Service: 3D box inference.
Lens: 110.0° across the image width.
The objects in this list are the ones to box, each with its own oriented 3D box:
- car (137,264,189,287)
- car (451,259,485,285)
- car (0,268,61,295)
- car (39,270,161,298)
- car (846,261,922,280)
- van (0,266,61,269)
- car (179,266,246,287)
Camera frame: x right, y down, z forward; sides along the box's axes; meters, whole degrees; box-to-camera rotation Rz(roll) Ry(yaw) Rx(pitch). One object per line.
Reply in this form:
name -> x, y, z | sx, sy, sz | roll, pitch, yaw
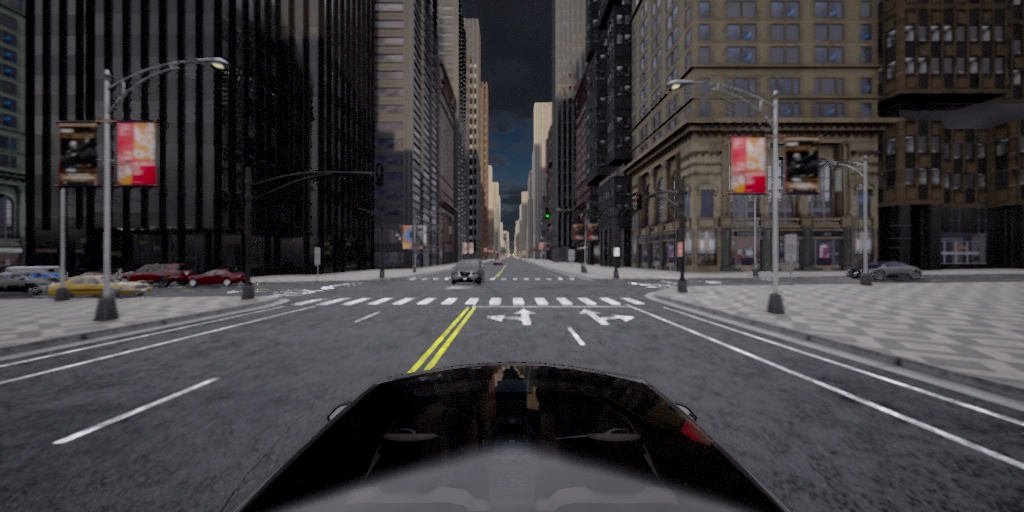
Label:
car -> -29.060, 1.571, 29.418 | 5.009, 1.841, 2.192 | 0, 0, 0
car -> -3.254, 1.226, 27.523 | 2.150, 2.045, 5.566 | 0, 0, 0
car -> -31.718, 1.775, 23.559 | 4.902, 1.511, 2.128 | -1, 0, 0
car -> -23.833, 1.701, 20.873 | 4.829, 1.417, 1.751 | 0, 0, 0
car -> 27.540, 1.052, 26.658 | 4.181, 1.385, 1.994 | -1, 0, 0
van -> -39.234, 1.735, 29.452 | 3.998, 1.789, 1.690 | 0, 0, 0
car -> -23.973, 1.732, 29.401 | 4.507, 1.381, 1.888 | 0, 0, 0
